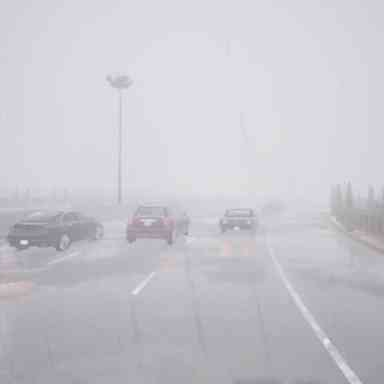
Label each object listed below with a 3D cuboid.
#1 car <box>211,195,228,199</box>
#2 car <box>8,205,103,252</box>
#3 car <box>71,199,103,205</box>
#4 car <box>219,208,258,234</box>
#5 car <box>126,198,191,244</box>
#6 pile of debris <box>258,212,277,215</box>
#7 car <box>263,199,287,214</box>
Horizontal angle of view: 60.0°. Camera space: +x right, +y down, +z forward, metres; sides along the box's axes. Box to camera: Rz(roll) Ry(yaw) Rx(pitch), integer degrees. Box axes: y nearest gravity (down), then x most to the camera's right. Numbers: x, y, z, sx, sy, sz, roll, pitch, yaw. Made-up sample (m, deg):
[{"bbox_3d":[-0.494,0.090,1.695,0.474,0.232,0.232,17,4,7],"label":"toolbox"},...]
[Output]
[{"bbox_3d":[4.522,1.318,56.154,2.097,1.767,4.553,0,0,35],"label":"car"},{"bbox_3d":[-5.403,1.487,13.881,1.837,1.490,4.892,0,0,9],"label":"car"},{"bbox_3d":[-12.511,1.517,39.664,1.994,1.385,4.181,0,0,23],"label":"car"},{"bbox_3d":[2.852,1.592,19.355,1.895,1.301,4.718,0,0,14],"label":"car"},{"bbox_3d":[-1.447,1.339,15.984,2.097,1.767,4.553,0,0,11],"label":"car"},{"bbox_3d":[7.587,2.163,33.493,1.500,0.140,1.860,0,0,24],"label":"pile of debris"},{"bbox_3d":[9.018,1.513,36.005,1.812,1.442,4.674,0,0,26],"label":"car"}]
